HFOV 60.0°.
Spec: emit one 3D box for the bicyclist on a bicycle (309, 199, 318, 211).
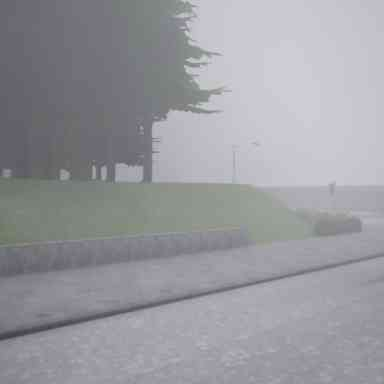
[{"bbox_3d":[14.370,1.591,39.315,1.656,1.620,0.582,0,0,-36],"label":"bicyclist on a bicycle"}]
